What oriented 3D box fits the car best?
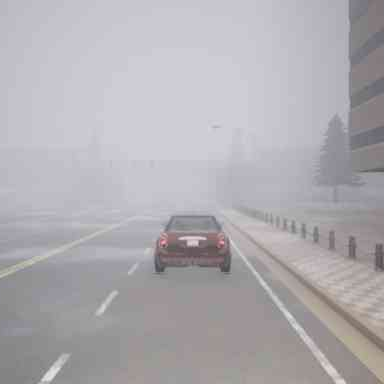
[{"bbox_3d":[0.027,1.370,10.895,2.097,1.767,4.553,0,0,0],"label":"car"}]
